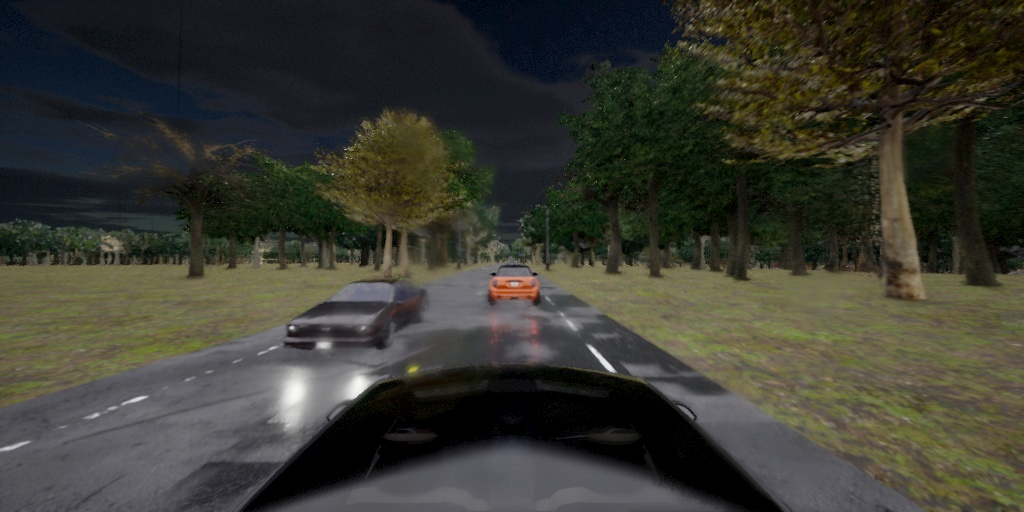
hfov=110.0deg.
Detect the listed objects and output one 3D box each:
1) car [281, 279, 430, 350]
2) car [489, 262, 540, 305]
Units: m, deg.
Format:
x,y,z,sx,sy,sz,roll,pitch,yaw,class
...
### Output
x,y,z,sx,sy,sz,roll,pitch,yaw,class
-3.562,1.332,9.483,2.033,1.411,5.357,0,0,0,car
0.106,1.166,16.595,2.097,1.767,4.553,0,0,0,car
